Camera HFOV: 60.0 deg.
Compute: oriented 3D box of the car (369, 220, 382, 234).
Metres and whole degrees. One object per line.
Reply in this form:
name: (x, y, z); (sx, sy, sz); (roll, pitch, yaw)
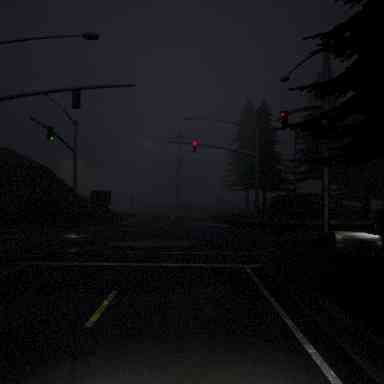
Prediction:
car: (13.746, 2.072, 21.284); (4.181, 1.385, 1.994); (0, -1, 0)
